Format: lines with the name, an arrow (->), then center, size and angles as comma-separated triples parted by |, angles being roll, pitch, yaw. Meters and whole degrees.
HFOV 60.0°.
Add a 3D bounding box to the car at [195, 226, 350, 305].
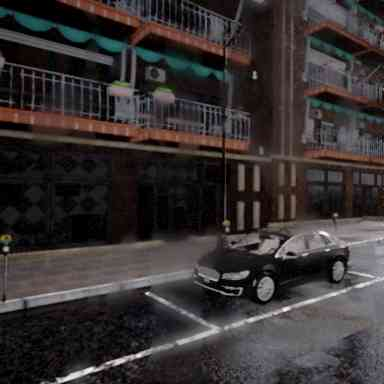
car -> 2.085, 1.553, 8.034 | 4.403, 1.369, 2.008 | 0, 1, -35
